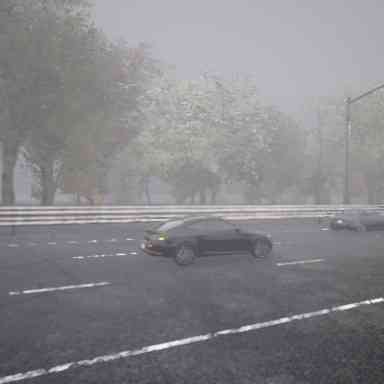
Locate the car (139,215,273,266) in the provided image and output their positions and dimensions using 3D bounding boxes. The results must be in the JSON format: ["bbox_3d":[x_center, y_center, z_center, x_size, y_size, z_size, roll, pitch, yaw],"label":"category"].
[{"bbox_3d":[0.547,1.506,11.214,4.674,1.442,1.812,1,0,-27],"label":"car"}]

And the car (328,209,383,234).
[{"bbox_3d":[10.279,1.709,20.017,4.181,1.385,1.994,1,0,-27],"label":"car"}]
